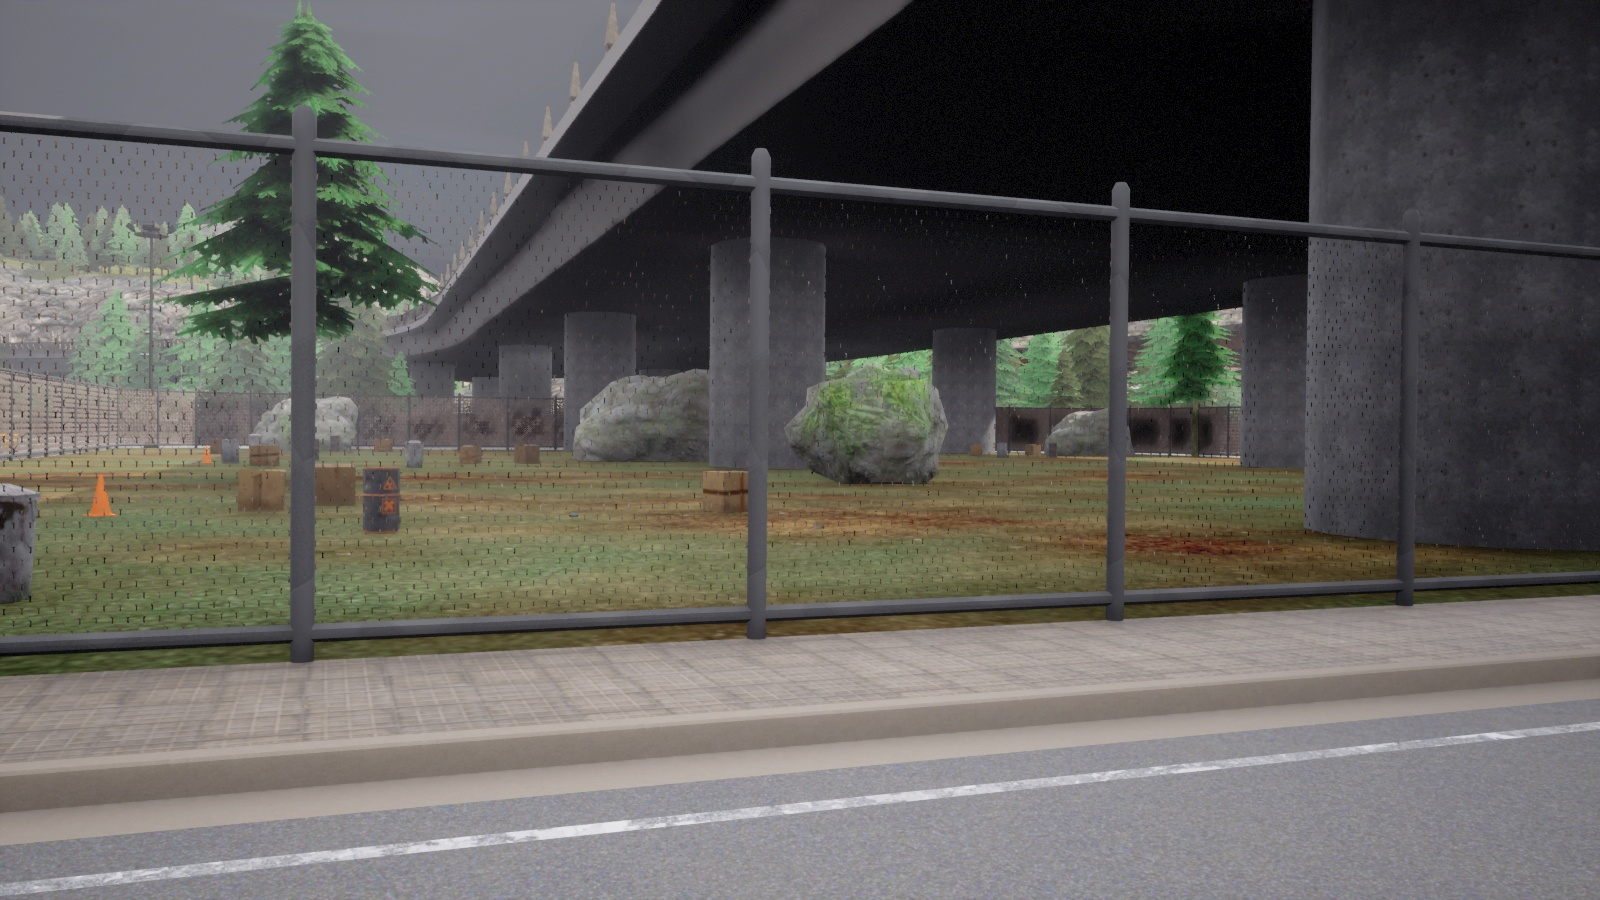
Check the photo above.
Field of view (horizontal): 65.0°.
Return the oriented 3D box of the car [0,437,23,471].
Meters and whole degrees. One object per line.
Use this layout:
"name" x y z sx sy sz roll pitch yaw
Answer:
"car" -37.766 0.179 58.337 1.882 1.535 5.008 -1 1 -21
